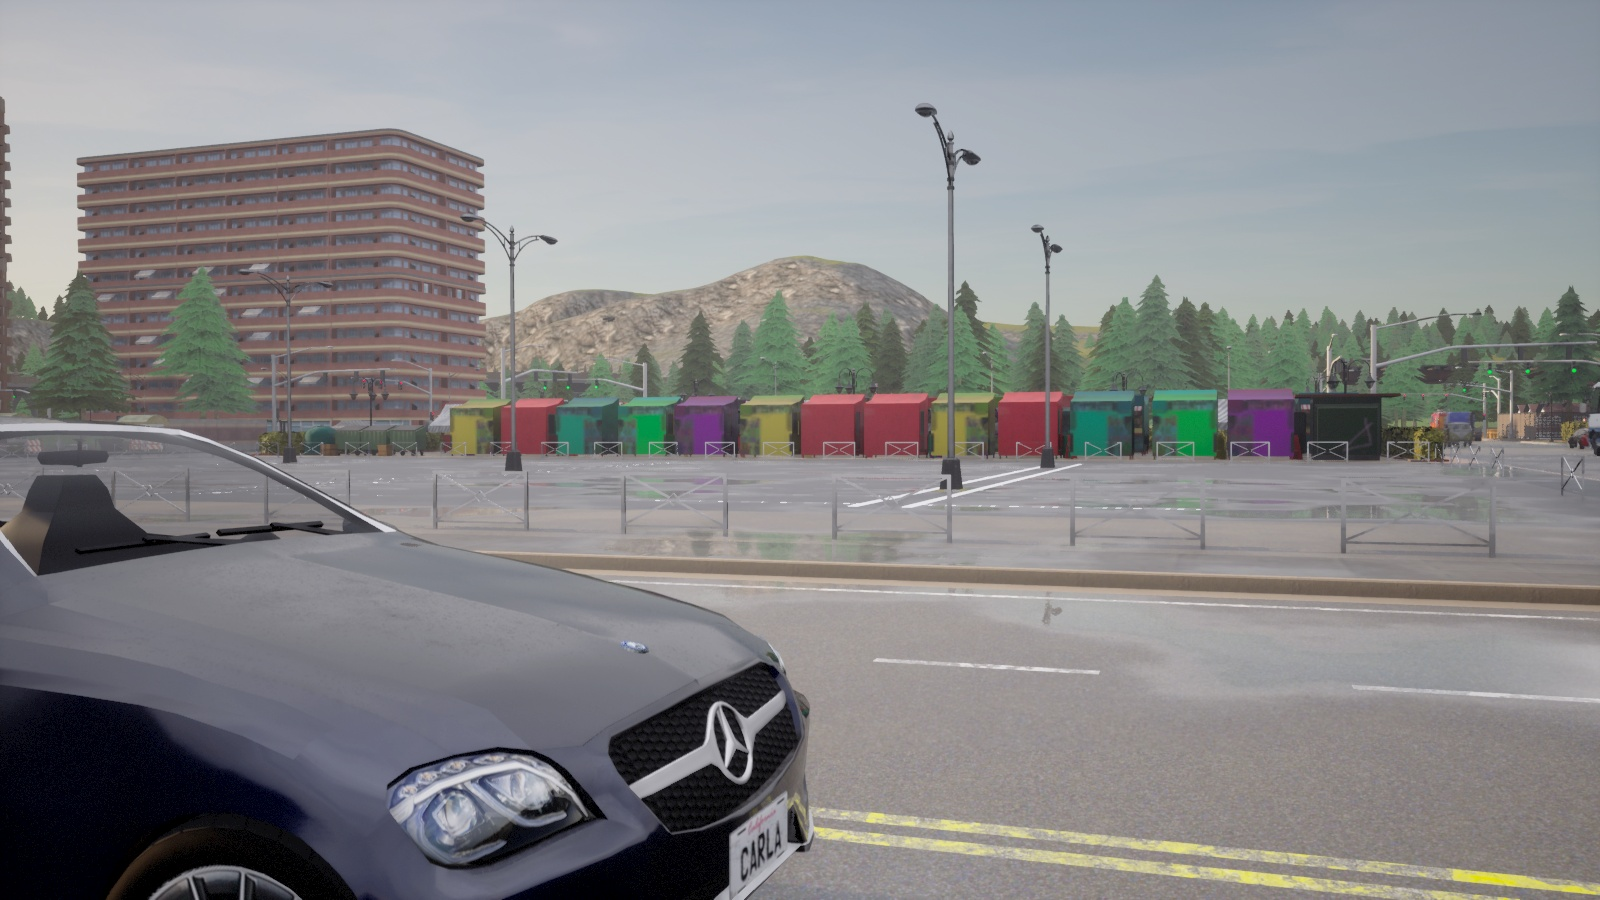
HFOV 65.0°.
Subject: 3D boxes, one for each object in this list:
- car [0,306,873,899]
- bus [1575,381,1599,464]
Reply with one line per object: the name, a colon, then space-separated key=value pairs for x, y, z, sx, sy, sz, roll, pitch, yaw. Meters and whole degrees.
car: x=-2.486 y=0.531 z=4.025 sx=5.027 sy=1.651 sz=2.152 roll=1 pitch=1 yaw=19
bus: x=42.851 y=-1.410 z=63.729 sx=3.944 sy=4.253 sz=10.273 roll=1 pitch=1 yaw=20
